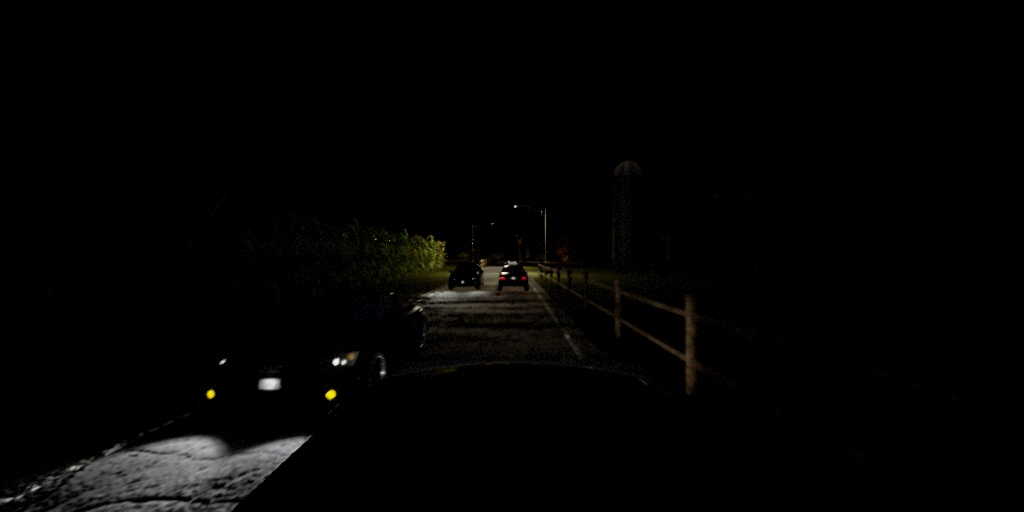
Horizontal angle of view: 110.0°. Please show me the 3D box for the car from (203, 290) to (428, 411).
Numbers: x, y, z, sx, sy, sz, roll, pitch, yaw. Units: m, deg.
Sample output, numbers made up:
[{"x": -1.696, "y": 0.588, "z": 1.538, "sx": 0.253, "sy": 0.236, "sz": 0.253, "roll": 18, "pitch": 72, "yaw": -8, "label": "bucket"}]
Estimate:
[{"x": -2.827, "y": 1.311, "z": 6.188, "sx": 1.994, "sy": 1.385, "sz": 4.181, "roll": 0, "pitch": 0, "yaw": 0, "label": "car"}]

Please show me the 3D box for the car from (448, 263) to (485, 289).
[{"x": -2.807, "y": 1.245, "z": 22.845, "sx": 1.837, "sy": 1.490, "sz": 4.892, "roll": 0, "pitch": 0, "yaw": 0, "label": "car"}]

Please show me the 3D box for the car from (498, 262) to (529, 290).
[{"x": 0.076, "y": 1.288, "z": 22.507, "sx": 2.033, "sy": 1.411, "sz": 5.357, "roll": 0, "pitch": 0, "yaw": 0, "label": "car"}]
